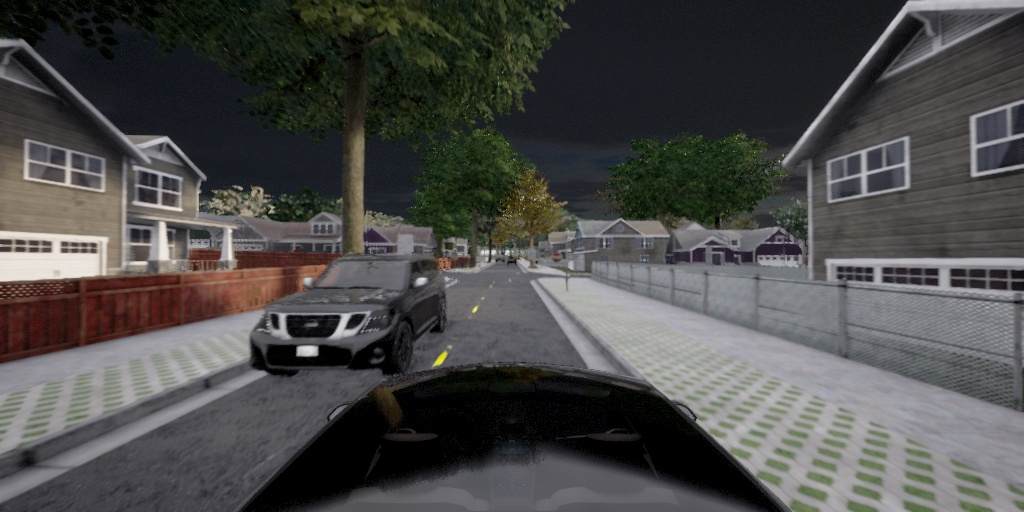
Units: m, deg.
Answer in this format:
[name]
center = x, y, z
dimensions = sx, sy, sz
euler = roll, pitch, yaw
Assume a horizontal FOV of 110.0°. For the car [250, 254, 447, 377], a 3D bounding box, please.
[car]
center = -2.847, 0.971, 7.758
dimensions = 2.150, 2.045, 5.566
euler = 0, 0, 0
